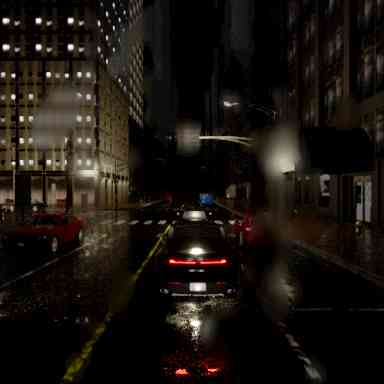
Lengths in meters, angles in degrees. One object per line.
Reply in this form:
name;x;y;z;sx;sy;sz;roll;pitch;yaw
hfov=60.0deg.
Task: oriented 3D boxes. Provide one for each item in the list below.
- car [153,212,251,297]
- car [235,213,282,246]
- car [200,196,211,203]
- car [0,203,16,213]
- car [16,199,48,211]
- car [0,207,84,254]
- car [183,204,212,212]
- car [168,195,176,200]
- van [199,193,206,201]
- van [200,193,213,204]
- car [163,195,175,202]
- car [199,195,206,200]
car;0.110;1.500;8.536;1.837;1.490;4.892;0;0;0
car;2.835;1.575;14.888;1.802;1.307;4.206;0;0;0
car;2.784;1.509;69.875;2.008;1.369;4.403;0;0;0
car;-18.569;1.298;28.881;5.009;1.841;2.192;0;0;1
car;-18.470;1.486;37.263;4.403;1.369;2.008;0;0;1
car;-5.806;1.538;13.524;1.887;1.381;4.507;0;0;0
car;0.125;1.555;17.412;1.994;1.385;4.181;0;0;0
car;-5.564;1.501;92.674;1.947;1.339;4.313;0;0;0
van;2.807;1.282;86.965;1.690;1.788;3.998;0;0;0
van;2.766;1.308;58.481;1.690;1.788;3.998;0;0;0
car;-5.589;1.498;75.584;1.887;1.381;4.507;0;0;0
car;2.816;1.517;92.662;1.802;1.307;4.206;0;0;0
